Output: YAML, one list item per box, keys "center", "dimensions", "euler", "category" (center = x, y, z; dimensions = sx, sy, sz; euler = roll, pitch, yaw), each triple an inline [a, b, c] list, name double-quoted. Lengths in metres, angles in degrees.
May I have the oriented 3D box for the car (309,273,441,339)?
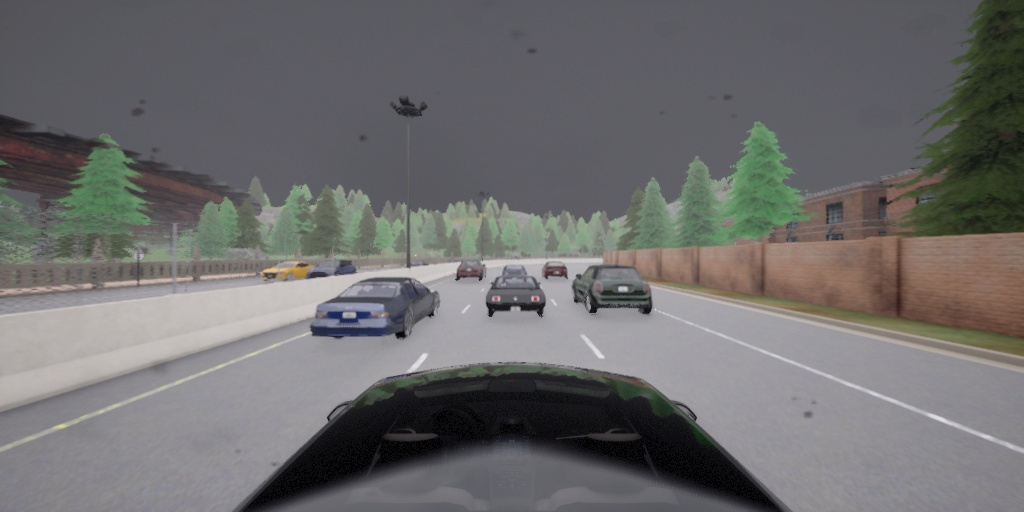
- center: [-3.398, 1.284, 10.030]
  dimensions: [2.033, 1.411, 5.357]
  euler: [0, 0, 0]
  category: "car"

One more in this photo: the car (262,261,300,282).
- center: [-17.495, 1.173, 28.469]
  dimensions: [1.882, 1.535, 5.008]
  euler: [0, 0, 1]
  category: "car"

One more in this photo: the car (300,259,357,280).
- center: [-13.989, 1.053, 28.069]
  dimensions: [2.097, 1.767, 4.553]
  euler: [0, 0, 1]
  category: "car"

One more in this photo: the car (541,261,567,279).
- center: [3.691, 1.197, 31.659]
  dimensions: [1.882, 1.535, 5.008]
  euler: [0, 0, 0]
  category: "car"

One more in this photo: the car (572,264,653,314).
- center: [3.623, 1.092, 13.785]
  dimensions: [2.097, 1.767, 4.553]
  euler: [0, 0, 0]
  category: "car"

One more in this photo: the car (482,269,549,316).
- center: [0.123, 1.338, 13.209]
  dimensions: [1.895, 1.301, 4.718]
  euler: [0, 0, 0]
  category: "car"

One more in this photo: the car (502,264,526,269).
- center: [0.174, 1.320, 28.517]
  dimensions: [1.895, 1.301, 4.718]
  euler: [0, 0, 0]
  category: "car"

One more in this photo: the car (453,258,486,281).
- center: [-3.320, 1.065, 29.870]
  dimensions: [2.097, 1.767, 4.553]
  euler: [0, 0, 0]
  category: "car"

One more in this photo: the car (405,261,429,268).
- center: [-10.232, 1.257, 39.008]
  dimensions: [1.994, 1.385, 4.181]
  euler: [0, 0, 3]
  category: "car"
